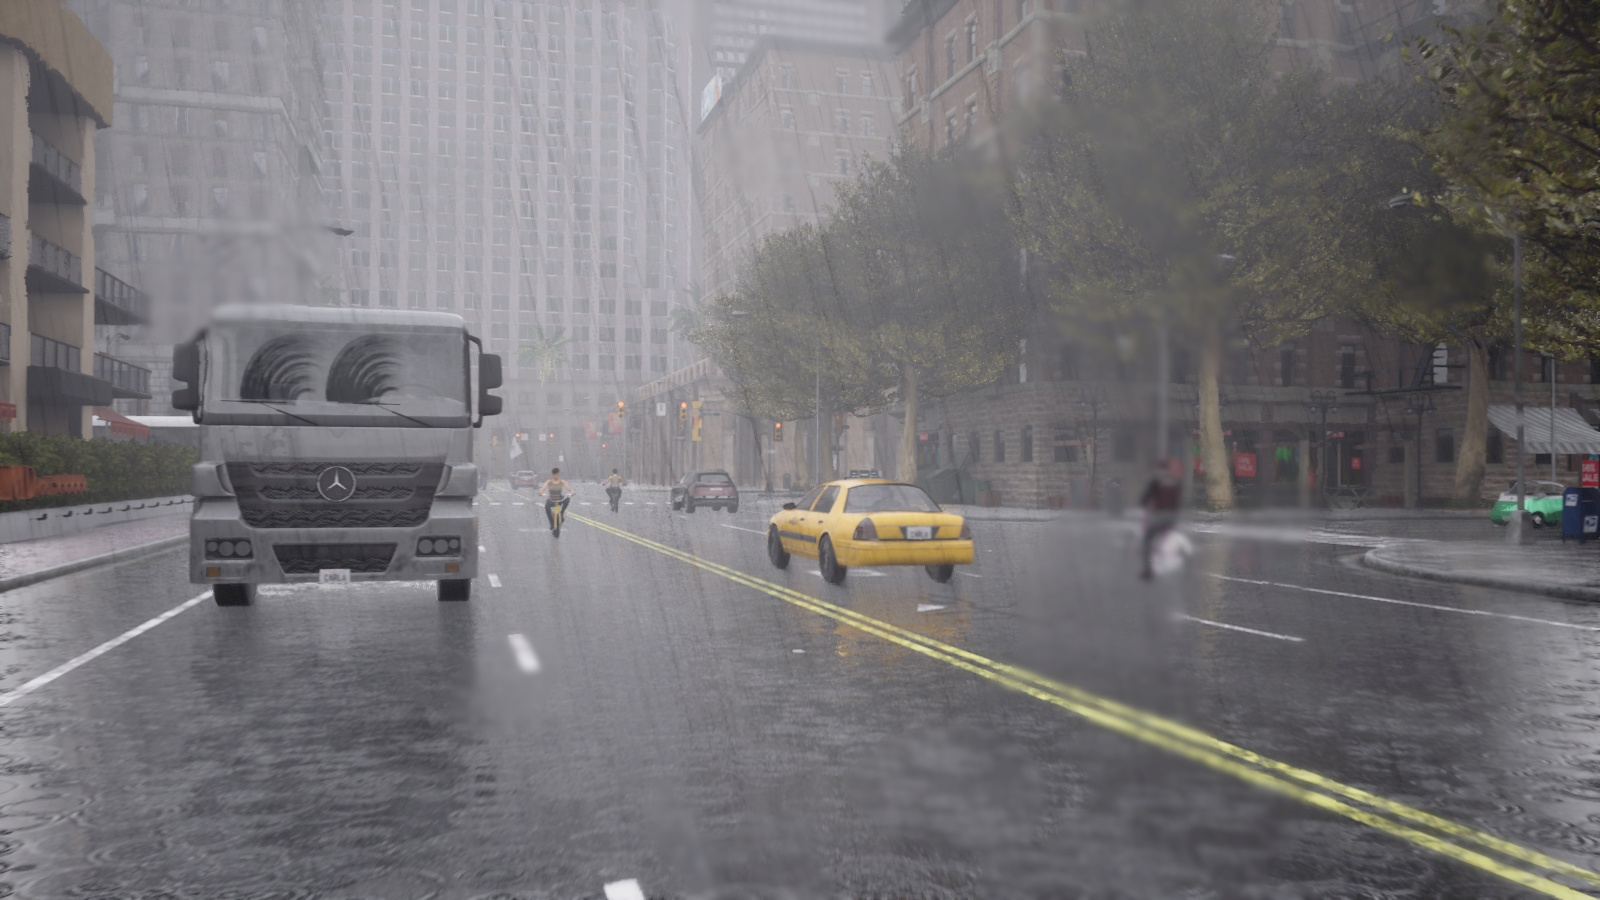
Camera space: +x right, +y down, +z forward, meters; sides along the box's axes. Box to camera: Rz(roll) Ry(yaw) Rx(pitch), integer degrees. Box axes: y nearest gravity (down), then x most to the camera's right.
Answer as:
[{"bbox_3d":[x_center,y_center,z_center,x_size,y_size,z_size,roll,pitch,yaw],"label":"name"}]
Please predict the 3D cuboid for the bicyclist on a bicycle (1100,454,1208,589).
[{"bbox_3d":[4.919,0.960,17.590,0.659,1.776,1.843,1,-1,-12],"label":"bicyclist on a bicycle"}]

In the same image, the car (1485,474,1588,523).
[{"bbox_3d":[21.640,1.404,36.919,2.207,1.376,1.481,0,-1,-15],"label":"car"}]

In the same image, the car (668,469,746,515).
[{"bbox_3d":[-3.623,1.559,47.900,2.033,1.649,4.856,0,-1,-16],"label":"car"}]

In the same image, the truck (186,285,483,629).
[{"bbox_3d":[-5.837,0.136,16.825,2.891,3.462,7.936,0,-1,-16],"label":"truck"}]

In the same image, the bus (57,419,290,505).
[{"bbox_3d":[-32.286,0.654,65.344,10.273,4.253,3.944,0,-1,-15],"label":"bus"}]

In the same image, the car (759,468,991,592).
[{"bbox_3d":[0.897,1.063,18.738,1.801,1.575,5.366,0,-1,-16],"label":"car"}]

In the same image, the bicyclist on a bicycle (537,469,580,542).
[{"bbox_3d":[-5.580,1.256,28.940,0.866,1.612,1.509,0,-1,-15],"label":"bicyclist on a bicycle"}]
